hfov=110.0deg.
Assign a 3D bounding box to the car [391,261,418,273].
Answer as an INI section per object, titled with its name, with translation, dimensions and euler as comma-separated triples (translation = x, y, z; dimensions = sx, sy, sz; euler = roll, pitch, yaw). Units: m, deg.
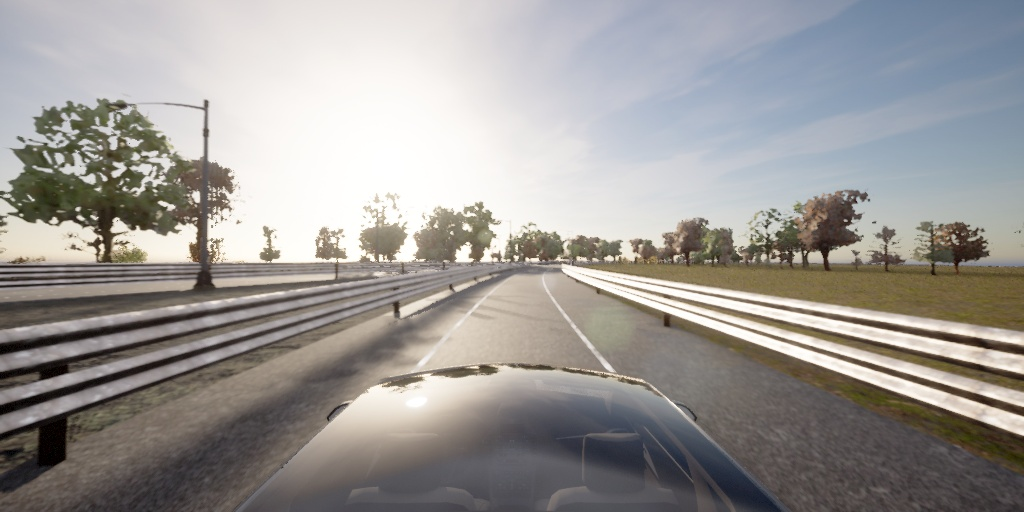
[car]
translation = -14.620, 1.446, 49.373
dimensions = 2.128, 1.511, 4.902
euler = 0, -1, 16
